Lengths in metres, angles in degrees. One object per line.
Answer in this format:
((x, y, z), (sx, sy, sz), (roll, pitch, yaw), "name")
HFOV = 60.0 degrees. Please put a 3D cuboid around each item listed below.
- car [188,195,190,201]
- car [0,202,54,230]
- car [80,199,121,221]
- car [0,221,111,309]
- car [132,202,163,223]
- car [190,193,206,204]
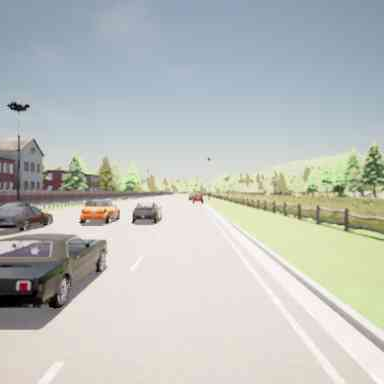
((-0.004, 1.507, 84.154), (1.812, 1.442, 4.674), (0, 0, 0), "car")
((-10.401, 1.574, 20.374), (2.033, 1.411, 5.357), (0, 0, 0), "car")
((-6.901, 1.385, 25.471), (2.097, 1.767, 4.553), (0, 0, 0), "car")
((-3.400, 1.611, 7.821), (1.895, 1.301, 4.718), (0, 0, 0), "car")
((-3.401, 1.525, 25.736), (2.128, 1.511, 4.902), (0, 0, 0), "car")
((1.221, 1.312, 66.962), (2.150, 2.045, 5.566), (0, 0, 0), "car")
